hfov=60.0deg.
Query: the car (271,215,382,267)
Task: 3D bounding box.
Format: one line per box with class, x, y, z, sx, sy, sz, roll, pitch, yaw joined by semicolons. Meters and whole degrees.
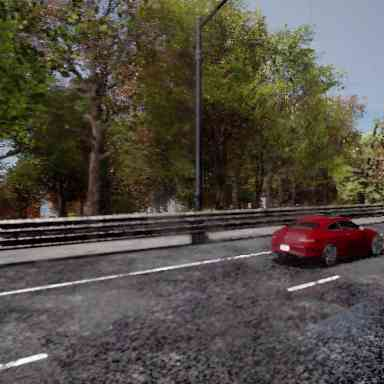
car;4.680;1.529;11.447;4.674;1.442;1.812;0;0;-36
